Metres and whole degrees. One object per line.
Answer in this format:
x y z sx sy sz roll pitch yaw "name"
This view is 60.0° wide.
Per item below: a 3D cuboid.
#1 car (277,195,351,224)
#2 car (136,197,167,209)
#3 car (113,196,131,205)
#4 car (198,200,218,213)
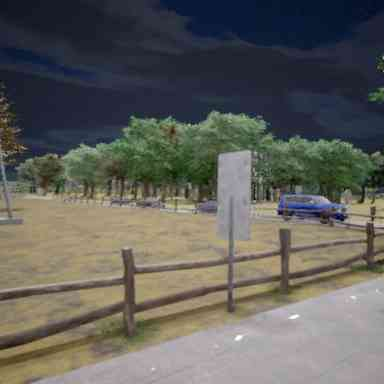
9.108 1.238 25.329 2.150 2.045 5.566 2 -1 -35 "car"
-5.290 1.500 45.524 2.128 1.511 4.902 2 -1 -36 "car"
-12.978 1.551 61.155 2.128 1.511 4.902 2 -1 -36 "car"
2.744 1.560 34.254 2.033 1.411 5.357 2 -1 -36 "car"
